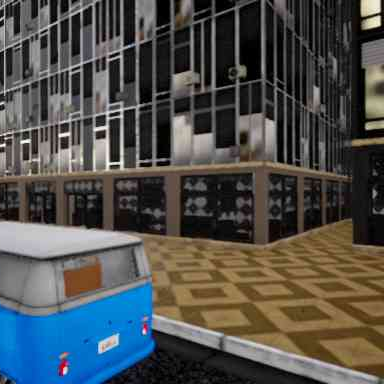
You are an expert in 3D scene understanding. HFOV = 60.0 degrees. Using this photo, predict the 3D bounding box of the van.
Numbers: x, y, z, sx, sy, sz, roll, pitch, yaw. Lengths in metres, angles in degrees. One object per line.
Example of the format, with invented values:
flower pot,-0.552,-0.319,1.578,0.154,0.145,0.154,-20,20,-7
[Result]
van,-2.382,1.361,4.570,3.998,1.788,1.690,0,0,35
